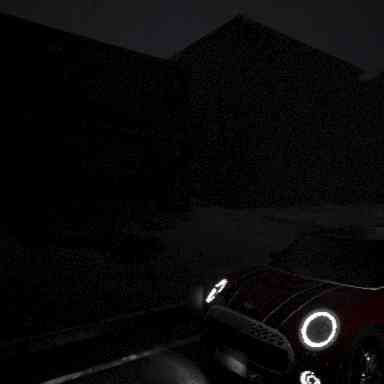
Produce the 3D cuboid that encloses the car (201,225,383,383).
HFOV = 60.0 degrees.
[{"bbox_3d":[2.333,1.358,5.017,4.553,1.767,2.097,0,0,-35],"label":"car"}]
